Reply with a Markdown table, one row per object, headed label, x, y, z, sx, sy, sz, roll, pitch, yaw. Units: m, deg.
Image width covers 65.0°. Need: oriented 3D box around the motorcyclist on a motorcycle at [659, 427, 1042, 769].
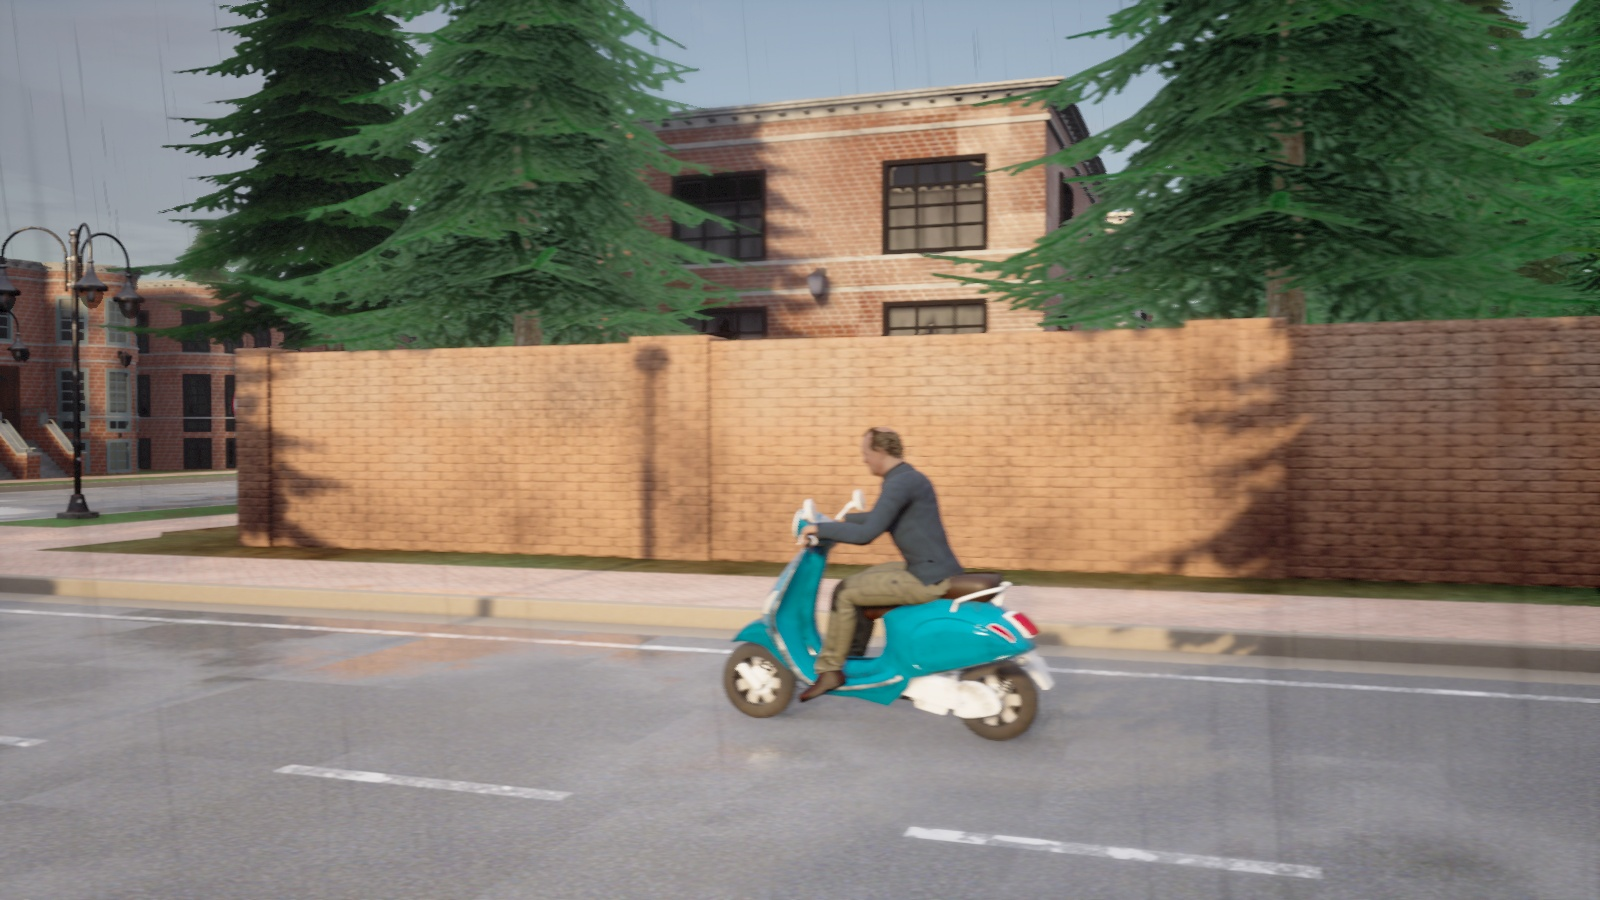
| label | x | y | z | sx | sy | sz | roll | pitch | yaw |
| --- | --- | --- | --- | --- | --- | --- | --- | --- | --- |
| motorcyclist on a motorcycle | 0.270 | 0.675 | 6.594 | 1.817 | 1.590 | 0.866 | 1 | 1 | 23 |
